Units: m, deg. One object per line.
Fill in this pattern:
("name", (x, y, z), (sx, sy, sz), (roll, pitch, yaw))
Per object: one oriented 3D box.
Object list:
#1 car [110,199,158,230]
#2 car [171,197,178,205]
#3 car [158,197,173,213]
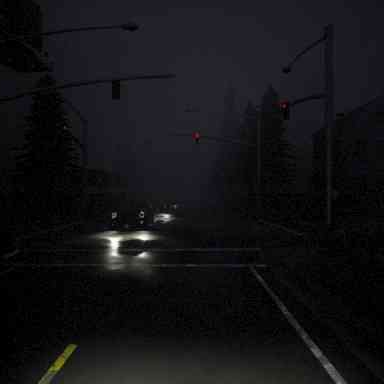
("car", (-3.595, 1.288, 20.537), (2.097, 1.767, 4.553), (-1, 0, 0))
("car", (-3.430, 1.547, 58.688), (2.033, 1.411, 5.357), (0, 0, 0))
("car", (-3.548, 1.601, 37.177), (1.895, 1.301, 4.718), (0, 0, 0))
